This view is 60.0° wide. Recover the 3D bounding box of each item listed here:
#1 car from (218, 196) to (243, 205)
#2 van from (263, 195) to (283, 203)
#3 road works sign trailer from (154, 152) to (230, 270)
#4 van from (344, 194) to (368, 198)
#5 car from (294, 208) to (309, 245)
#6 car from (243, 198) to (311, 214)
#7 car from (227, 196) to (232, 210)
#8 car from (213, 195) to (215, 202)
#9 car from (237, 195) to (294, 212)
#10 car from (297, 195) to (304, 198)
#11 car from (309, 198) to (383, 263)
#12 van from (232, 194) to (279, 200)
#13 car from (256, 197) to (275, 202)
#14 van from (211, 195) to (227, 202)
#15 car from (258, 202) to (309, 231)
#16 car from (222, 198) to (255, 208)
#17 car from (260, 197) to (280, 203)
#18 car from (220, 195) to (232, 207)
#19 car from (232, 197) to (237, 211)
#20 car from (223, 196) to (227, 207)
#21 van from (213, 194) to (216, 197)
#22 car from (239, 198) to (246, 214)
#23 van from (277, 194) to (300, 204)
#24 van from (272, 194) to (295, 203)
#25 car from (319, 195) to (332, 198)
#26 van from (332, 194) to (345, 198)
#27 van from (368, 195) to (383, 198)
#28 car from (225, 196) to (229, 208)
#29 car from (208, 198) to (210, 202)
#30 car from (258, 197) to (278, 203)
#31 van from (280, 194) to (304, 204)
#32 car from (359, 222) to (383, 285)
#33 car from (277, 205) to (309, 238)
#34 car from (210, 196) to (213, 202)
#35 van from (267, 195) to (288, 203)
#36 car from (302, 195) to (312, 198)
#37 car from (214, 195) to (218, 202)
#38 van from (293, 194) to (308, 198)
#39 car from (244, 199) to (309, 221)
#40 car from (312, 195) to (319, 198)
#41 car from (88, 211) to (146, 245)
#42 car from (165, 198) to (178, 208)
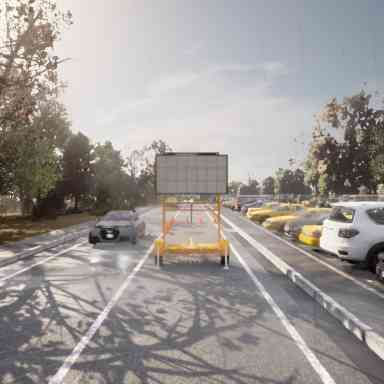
[{"bbox_3d":[7.239,1.579,62.953,4.553,1.767,2.185,0,0,0],"label":"car"},{"bbox_3d":[20.644,1.749,84.862,4.442,1.987,1.878,0,-1,0],"label":"van"},{"bbox_3d":[-0.017,0.480,11.138,2.380,3.560,2.880,0,0,-1],"label":"road works sign trailer"},{"bbox_3d":[20.264,1.337,37.790,4.442,1.987,1.878,0,0,0],"label":"van"},{"bbox_3d":[7.053,1.568,12.992,5.366,1.575,1.946,0,0,0],"label":"car"},{"bbox_3d":[7.165,1.530,26.870,5.366,1.575,1.946,0,0,0],"label":"car"},{"bbox_3d":[7.062,1.615,40.744,4.792,1.488,2.163,0,0,0],"label":"car"},{"bbox_3d":[7.287,1.719,65.728,5.008,1.535,2.097,0,0,0],"label":"car"},{"bbox_3d":[7.055,1.418,32.418,4.553,1.767,2.185,0,0,0],"label":"car"},{"bbox_3d":[20.285,1.692,54.535,4.674,1.452,2.002,0,0,0],"label":"car"},{"bbox_3d":[6.873,1.329,10.216,5.566,2.045,2.435,0,0,0],"label":"car"},{"bbox_3d":[7.185,1.345,37.968,4.442,1.987,1.878,0,0,0],"label":"van"},{"bbox_3d":[20.590,2.155,93.293,5.008,1.535,2.097,0,-1,0],"label":"car"},{"bbox_3d":[7.633,1.939,93.469,4.442,1.987,1.878,0,-1,0],"label":"van"},{"bbox_3d":[6.727,1.550,18.547,5.366,1.575,1.946,0,0,0],"label":"car"},{"bbox_3d":[7.187,1.646,51.848,4.892,1.521,2.231,0,0,0],"label":"car"},{"bbox_3d":[20.544,2.035,87.628,4.892,1.521,2.231,0,-1,0],"label":"car"},{"bbox_3d":[6.973,1.627,49.074,5.366,1.575,1.946,0,0,0],"label":"car"},{"bbox_3d":[7.076,1.586,35.191,4.792,1.488,2.163,0,0,0],"label":"car"},{"bbox_3d":[7.107,1.645,46.296,4.792,1.488,2.163,0,0,0],"label":"car"},{"bbox_3d":[7.221,1.523,71.282,4.442,1.987,1.878,0,0,0],"label":"van"},{"bbox_3d":[6.996,1.536,29.639,4.892,1.521,2.231,0,0,0],"label":"car"},{"bbox_3d":[20.532,1.514,71.031,4.442,1.987,1.878,0,0,0],"label":"van"},{"bbox_3d":[20.322,1.530,73.936,4.442,1.987,1.878,0,-1,0],"label":"van"},{"bbox_3d":[20.164,1.341,43.330,5.566,2.045,2.435,0,0,0],"label":"car"},{"bbox_3d":[20.053,1.352,40.562,4.442,1.987,1.878,0,0,0],"label":"van"},{"bbox_3d":[19.994,1.310,32.236,4.442,1.987,1.878,0,0,0],"label":"van"},{"bbox_3d":[7.084,1.630,43.520,4.792,1.488,2.163,0,0,0],"label":"car"},{"bbox_3d":[7.500,2.105,90.689,5.008,1.535,2.097,0,-1,0],"label":"car"},{"bbox_3d":[20.567,2.093,90.397,5.008,1.535,2.097,0,-1,0],"label":"car"},{"bbox_3d":[20.511,1.500,68.386,4.442,1.987,1.878,0,0,0],"label":"van"},{"bbox_3d":[6.828,1.590,7.441,5.008,1.535,2.097,0,0,0],"label":"car"},{"bbox_3d":[6.896,1.563,15.770,4.892,1.521,2.231,0,0,0],"label":"car"},{"bbox_3d":[7.388,1.513,74.058,5.566,2.045,2.435,0,0,0],"label":"car"},{"bbox_3d":[20.366,1.630,79.326,4.442,1.987,1.878,0,-1,0],"label":"van"},{"bbox_3d":[20.254,1.637,51.640,5.008,1.535,2.097,0,0,0],"label":"car"},{"bbox_3d":[7.040,1.672,57.401,5.366,1.575,1.946,0,0,0],"label":"car"},{"bbox_3d":[20.421,1.441,57.306,4.442,1.987,1.878,0,0,0],"label":"van"},{"bbox_3d":[6.772,1.533,24.220,5.366,1.575,1.946,0,0,0],"label":"car"},{"bbox_3d":[20.186,1.356,46.101,5.566,2.045,2.435,0,0,0],"label":"car"},{"bbox_3d":[-3.339,1.587,15.481,1.994,1.385,4.181,0,0,0],"label":"car"},{"bbox_3d":[-3.104,1.616,50.144,1.882,1.535,5.008,0,0,0],"label":"car"}]
